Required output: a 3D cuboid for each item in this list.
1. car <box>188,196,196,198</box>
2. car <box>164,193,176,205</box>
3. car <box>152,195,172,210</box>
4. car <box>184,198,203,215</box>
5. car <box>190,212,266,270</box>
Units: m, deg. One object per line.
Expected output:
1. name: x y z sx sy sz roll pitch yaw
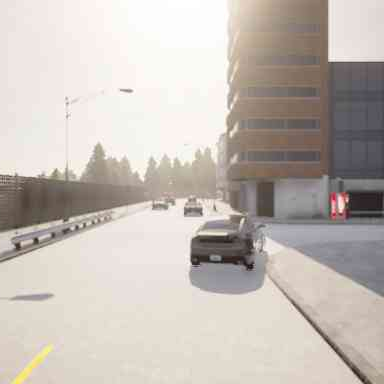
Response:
1. car: 0.028 1.492 64.379 1.837 1.490 4.892 0 0 0
2. car: -4.005 1.209 57.133 2.150 2.045 5.566 0 0 1
3. car: -4.058 1.517 43.193 1.812 1.442 4.674 0 0 0
4. car: 0.114 1.594 34.325 1.895 1.301 4.718 0 0 0
5. car: 1.320 1.504 11.235 1.837 1.490 4.892 -1 0 17
